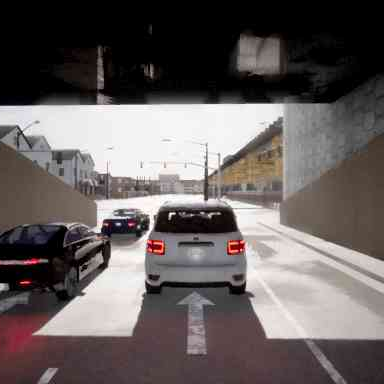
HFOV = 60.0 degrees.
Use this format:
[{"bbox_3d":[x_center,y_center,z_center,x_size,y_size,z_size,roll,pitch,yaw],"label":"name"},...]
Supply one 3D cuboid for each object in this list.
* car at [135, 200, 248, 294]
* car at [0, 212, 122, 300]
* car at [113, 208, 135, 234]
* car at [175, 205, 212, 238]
[{"bbox_3d":[0.083,1.221,8.911,2.150,2.045,5.566,0,0,0],"label":"car"},{"bbox_3d":[-3.422,1.491,8.387,2.128,1.511,4.902,0,0,0],"label":"car"},{"bbox_3d":[-3.421,1.547,17.937,2.033,1.411,5.357,0,0,0],"label":"car"},{"bbox_3d":[0.059,1.526,18.475,1.812,1.442,4.674,0,0,0],"label":"car"}]
